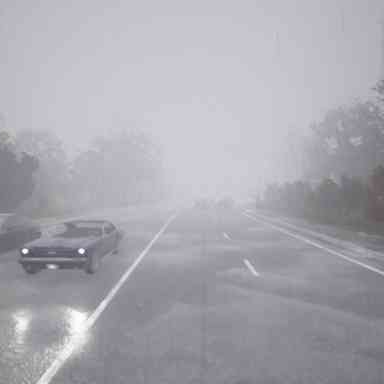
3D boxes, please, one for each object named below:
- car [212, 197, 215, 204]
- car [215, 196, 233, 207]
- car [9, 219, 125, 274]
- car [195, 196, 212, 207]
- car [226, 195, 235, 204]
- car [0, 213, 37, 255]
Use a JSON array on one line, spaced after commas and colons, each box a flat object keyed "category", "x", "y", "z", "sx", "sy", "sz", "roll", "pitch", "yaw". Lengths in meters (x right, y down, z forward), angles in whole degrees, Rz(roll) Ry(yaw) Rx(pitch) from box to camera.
[{"category": "car", "x": 3.348, "y": 1.579, "z": 63.678, "sx": 2.128, "sy": 1.511, "sz": 4.902, "roll": 0, "pitch": 0, "yaw": 13}, {"category": "car", "x": 5.171, "y": 1.669, "z": 53.767, "sx": 1.895, "sy": 1.301, "sz": 4.718, "roll": 0, "pitch": 0, "yaw": 8}, {"category": "car", "x": -3.523, "y": 1.589, "z": 10.617, "sx": 1.895, "sy": 1.301, "sz": 4.718, "roll": 0, "pitch": 0, "yaw": 0}, {"category": "car", "x": 1.572, "y": 1.612, "z": 53.195, "sx": 2.033, "sy": 1.411, "sz": 5.357, "roll": 0, "pitch": 0, "yaw": 8}, {"category": "car", "x": 6.953, "y": 1.445, "z": 63.787, "sx": 2.097, "sy": 1.767, "sz": 4.553, "roll": 0, "pitch": 0, "yaw": 13}, {"category": "car", "x": -7.010, "y": 1.515, "z": 11.803, "sx": 1.812, "sy": 1.442, "sz": 4.674, "roll": 0, "pitch": 0, "yaw": 0}]
